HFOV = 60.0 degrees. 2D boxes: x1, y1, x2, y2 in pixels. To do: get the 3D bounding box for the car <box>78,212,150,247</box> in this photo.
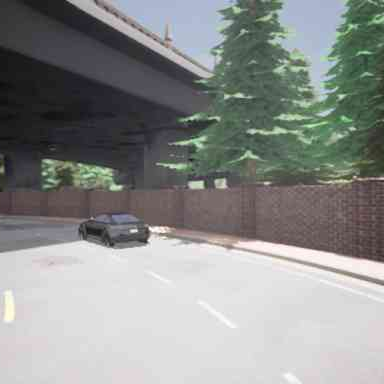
[{"bbox_3d":[-3.750,1.634,15.660,1.994,1.385,4.181,0,0,-40],"label":"car"}]
